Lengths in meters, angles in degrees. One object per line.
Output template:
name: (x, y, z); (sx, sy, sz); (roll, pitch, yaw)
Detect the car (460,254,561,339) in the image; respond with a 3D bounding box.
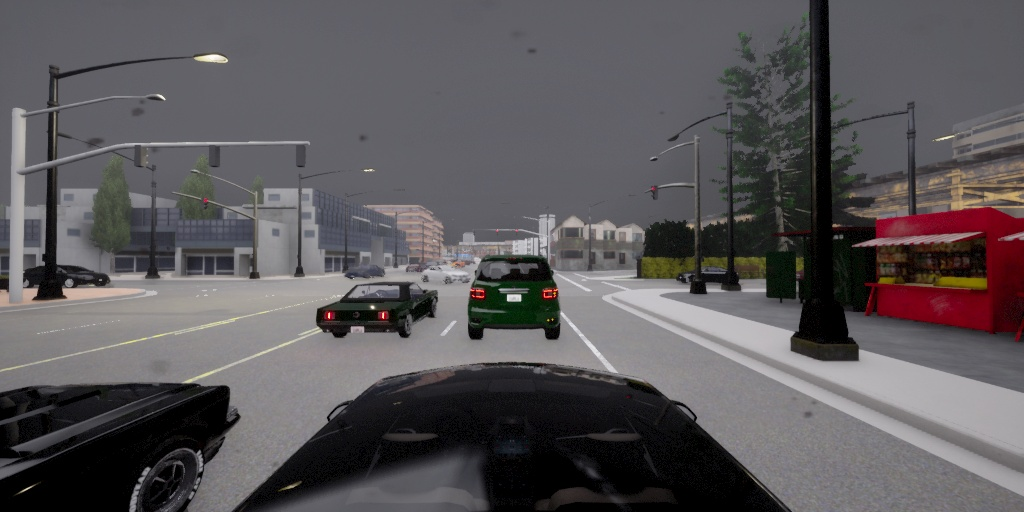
car: (0.059, 0.986, 10.224); (2.150, 2.045, 5.566); (0, 0, 0)

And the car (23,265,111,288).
car: (-29.644, 1.344, 23.742); (4.892, 1.490, 1.837); (0, -1, 1)

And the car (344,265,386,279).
car: (-14.395, 1.548, 35.557); (2.033, 1.411, 5.357); (0, -1, 6)

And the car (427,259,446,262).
car: (-10.629, 1.467, 47.660); (2.097, 1.767, 4.553); (0, 0, 0)

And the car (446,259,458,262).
car: (-10.620, 1.644, 59.044); (1.882, 1.535, 5.008); (0, 0, 0)

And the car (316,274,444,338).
car: (-3.438, 1.368, 10.240); (1.895, 1.301, 4.718); (0, 0, 0)

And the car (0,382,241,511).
car: (-3.402, 1.351, 1.100); (1.895, 1.301, 4.718); (0, 0, 0)

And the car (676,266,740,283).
car: (14.745, 1.448, 27.112); (4.181, 1.385, 1.994); (0, -1, 0)

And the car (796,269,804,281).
car: (23.242, 1.409, 27.045); (4.674, 1.442, 1.812); (0, -1, 1)

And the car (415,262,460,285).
car: (-5.269, 1.431, 27.984); (4.674, 1.442, 1.812); (-1, 0, 42)

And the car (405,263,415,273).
car: (-14.136, 1.690, 52.467); (1.812, 1.442, 4.674); (0, -1, 0)
